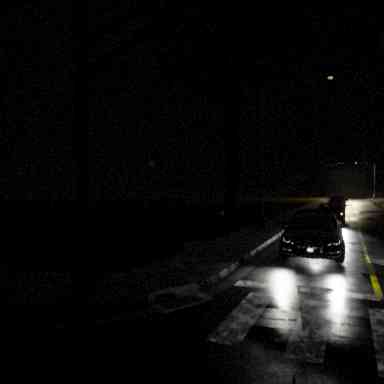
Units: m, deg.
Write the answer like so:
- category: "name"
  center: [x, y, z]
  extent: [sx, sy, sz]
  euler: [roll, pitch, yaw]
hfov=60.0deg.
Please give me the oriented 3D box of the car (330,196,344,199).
- category: "car"
  center: [15.981, 1.193, 36.667]
  extent: [1.837, 1.490, 4.892]
  euler: [0, 0, 25]

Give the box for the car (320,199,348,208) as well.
- category: "car"
  center: [9.398, 1.403, 22.571]
  extent: [1.895, 1.301, 4.718]
  euler: [0, 0, 25]

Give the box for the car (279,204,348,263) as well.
- category: "car"
  center: [4.325, 1.395, 11.759]
  extent: [1.837, 1.490, 4.892]
  euler: [0, 0, 23]
